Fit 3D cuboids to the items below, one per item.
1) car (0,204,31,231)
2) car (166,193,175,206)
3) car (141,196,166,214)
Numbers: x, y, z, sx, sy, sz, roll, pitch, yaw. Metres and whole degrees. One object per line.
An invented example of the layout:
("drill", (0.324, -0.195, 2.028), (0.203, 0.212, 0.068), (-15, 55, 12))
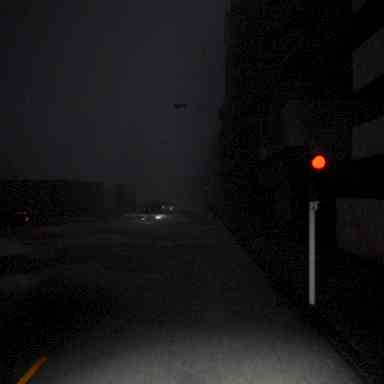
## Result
("car", (-12.343, 1.475, 19.982), (4.902, 1.511, 2.128), (0, 0, 0))
("car", (-4.103, 1.433, 55.758), (1.882, 1.535, 5.008), (0, 0, 0))
("car", (-4.153, 1.476, 34.844), (1.837, 1.490, 4.892), (0, 0, 0))
